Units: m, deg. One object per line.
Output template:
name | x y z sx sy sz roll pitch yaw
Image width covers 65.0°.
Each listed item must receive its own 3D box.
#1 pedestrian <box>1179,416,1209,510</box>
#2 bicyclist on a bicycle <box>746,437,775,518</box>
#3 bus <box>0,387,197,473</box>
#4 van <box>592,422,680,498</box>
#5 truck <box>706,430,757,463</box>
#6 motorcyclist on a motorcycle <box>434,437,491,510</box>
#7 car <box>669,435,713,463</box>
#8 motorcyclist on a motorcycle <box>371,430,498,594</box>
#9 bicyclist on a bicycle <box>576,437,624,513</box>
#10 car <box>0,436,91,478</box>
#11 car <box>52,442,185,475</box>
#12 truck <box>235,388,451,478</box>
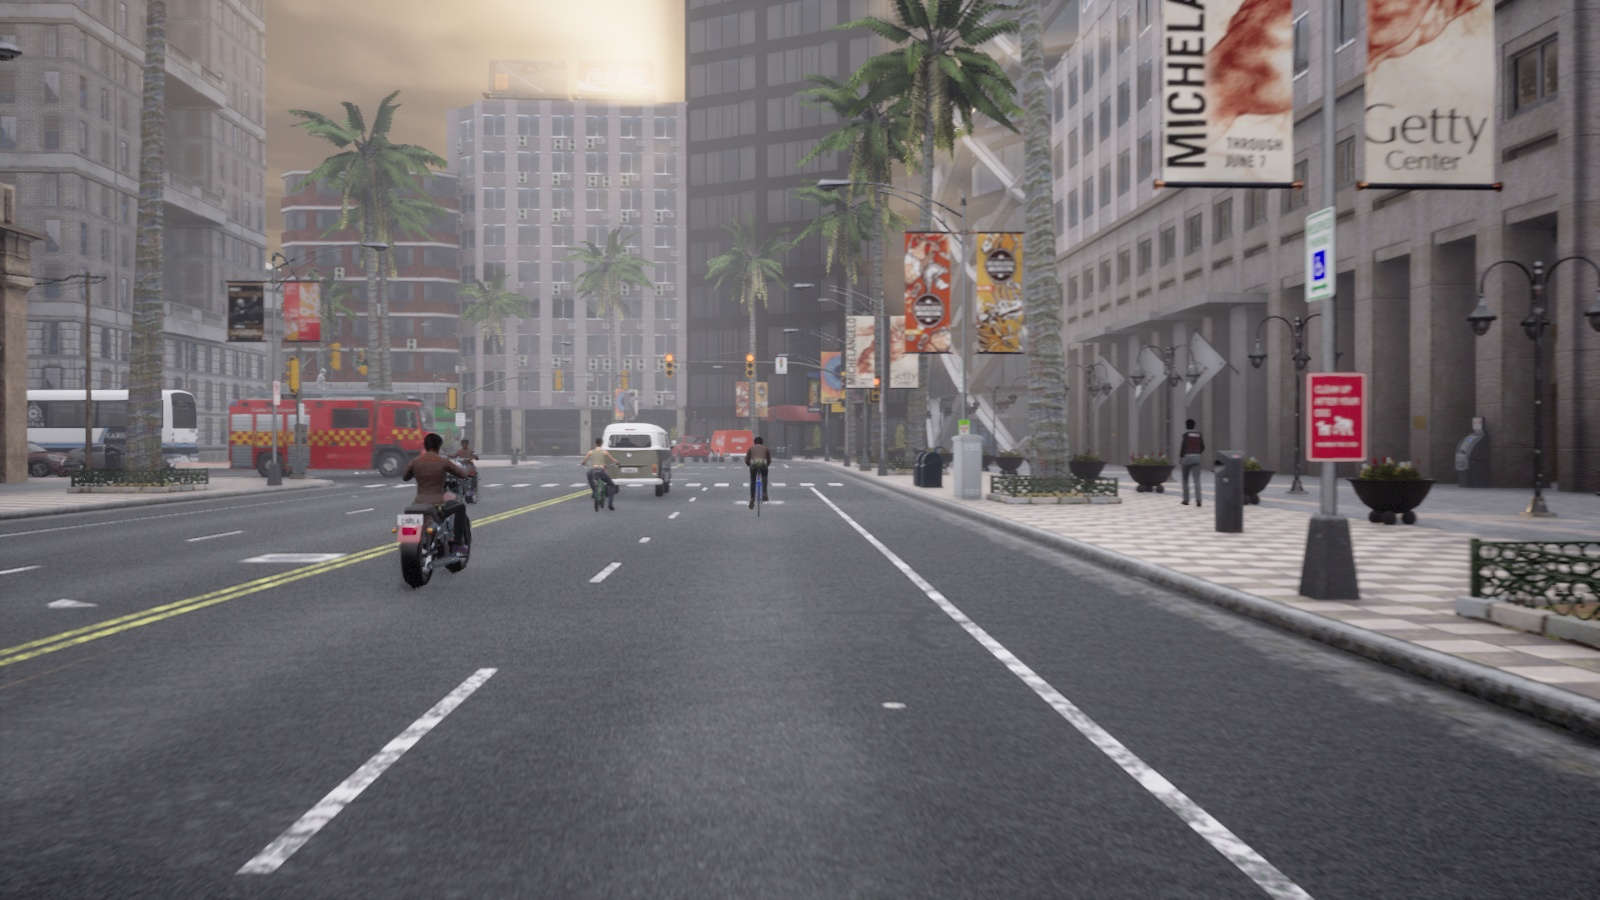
pedestrian | 8.183 0.258 26.095 0.402 1.930 0.666 0 0 0
bicyclist on a bicycle | -0.812 0.553 25.843 0.582 1.620 1.656 0 0 -2
bus | -36.993 -1.003 64.348 10.273 4.253 3.944 0 0 -2
van | -4.623 0.266 35.960 2.069 2.038 4.480 0 0 -2
truck | -5.339 -0.290 97.156 2.627 2.467 5.204 0 0 -20
motorcyclist on a motorcycle | -7.933 0.528 29.608 0.766 1.649 2.350 0 0 -2
car | -8.323 -0.073 95.177 2.150 2.045 5.566 0 0 -18
motorcyclist on a motorcycle | -3.955 0.618 13.801 0.766 1.649 2.350 0 0 -2
bicyclist on a bicycle | -4.375 0.525 27.597 0.866 1.612 1.509 0 1 -2
car | -33.365 0.292 53.991 4.553 1.767 2.097 0 0 -1
car | -31.182 0.370 57.553 4.902 1.511 2.128 0 0 -2
truck | -19.909 -0.734 55.121 8.468 3.827 2.891 0 0 -6
